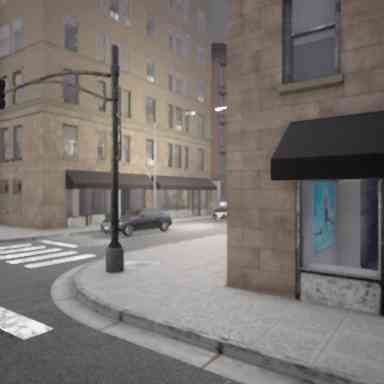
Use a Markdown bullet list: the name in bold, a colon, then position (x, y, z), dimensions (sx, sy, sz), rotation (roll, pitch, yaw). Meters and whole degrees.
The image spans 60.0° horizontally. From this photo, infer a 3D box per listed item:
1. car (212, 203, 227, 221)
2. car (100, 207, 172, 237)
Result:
- **car**: position (3.558, 1.653, 28.440), dimensions (2.128, 1.511, 4.902), rotation (0, 0, 35)
- **car**: position (-3.047, 1.619, 19.127), dimensions (1.812, 1.442, 4.674), rotation (0, 0, 37)
